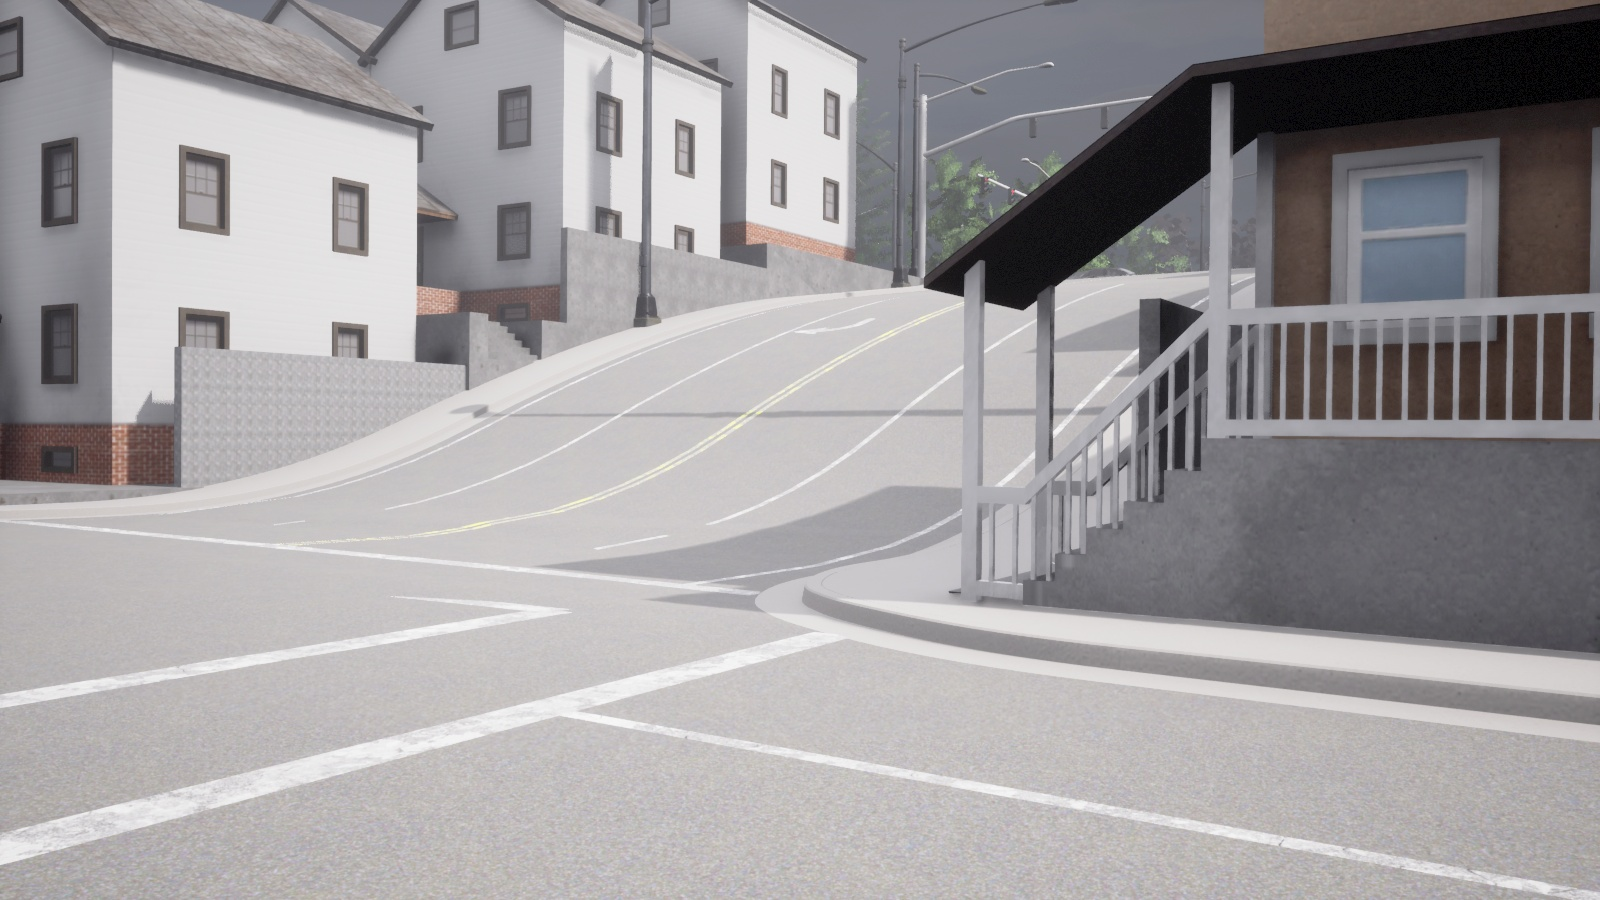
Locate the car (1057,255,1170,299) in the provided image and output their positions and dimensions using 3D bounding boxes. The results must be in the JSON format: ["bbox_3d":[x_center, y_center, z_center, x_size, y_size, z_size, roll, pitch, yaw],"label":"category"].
[{"bbox_3d":[14.937,-8.231,60.009,4.892,1.490,1.837,-1,1,33],"label":"car"}]
